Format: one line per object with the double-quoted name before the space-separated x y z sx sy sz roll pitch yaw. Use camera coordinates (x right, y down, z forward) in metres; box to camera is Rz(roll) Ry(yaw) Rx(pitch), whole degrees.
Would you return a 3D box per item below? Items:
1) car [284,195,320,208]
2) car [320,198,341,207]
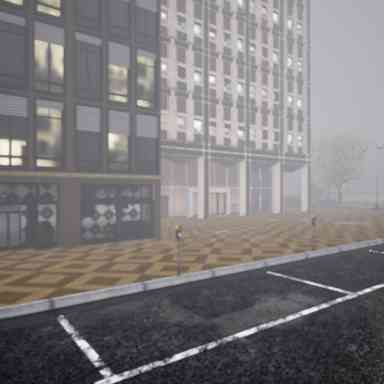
"car" 15.741 1.434 49.474 2.192 1.841 5.009 -1 0 -36
"car" 22.174 1.684 54.352 1.802 1.307 4.206 -1 0 -36
